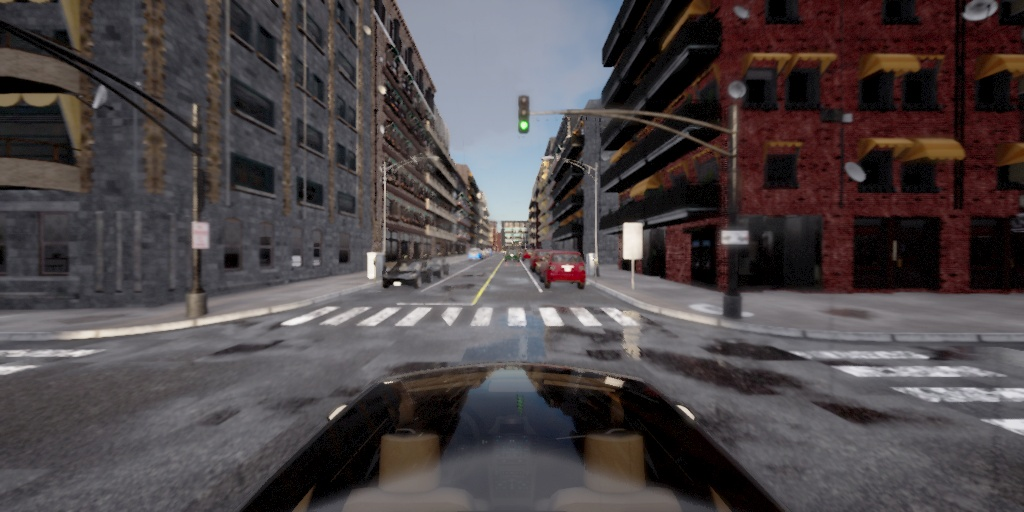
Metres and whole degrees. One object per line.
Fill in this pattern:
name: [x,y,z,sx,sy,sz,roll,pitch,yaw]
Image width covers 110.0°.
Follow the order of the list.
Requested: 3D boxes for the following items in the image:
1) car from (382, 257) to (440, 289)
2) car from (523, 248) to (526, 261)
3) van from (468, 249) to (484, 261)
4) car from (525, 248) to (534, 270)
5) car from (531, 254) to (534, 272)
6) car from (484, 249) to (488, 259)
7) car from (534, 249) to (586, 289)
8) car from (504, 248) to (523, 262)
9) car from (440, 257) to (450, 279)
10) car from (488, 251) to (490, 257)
car: [-5.338,0.870,18.871,1.948,1.339,4.313,0,0,0]
car: [2.492,-0.182,52.273,2.192,1.841,5.009,0,0,0]
van: [-5.389,-0.181,52.226,1.690,1.789,3.998,0,0,0]
car: [2.526,0.352,30.048,2.192,1.841,5.009,0,0,0]
car: [2.535,0.707,24.656,1.751,1.417,4.829,0,0,0]
car: [-5.398,-0.093,57.789,2.007,1.370,4.403,0,0,0]
car: [2.543,0.644,18.928,2.192,1.841,5.009,0,0,0]
car: [0.029,-0.088,49.405,2.097,1.767,4.553,0,1,0]
car: [-5.346,0.723,24.430,1.948,1.339,4.313,0,0,0]
car: [-5.406,-0.238,63.179,1.751,1.417,4.829,0,0,0]
